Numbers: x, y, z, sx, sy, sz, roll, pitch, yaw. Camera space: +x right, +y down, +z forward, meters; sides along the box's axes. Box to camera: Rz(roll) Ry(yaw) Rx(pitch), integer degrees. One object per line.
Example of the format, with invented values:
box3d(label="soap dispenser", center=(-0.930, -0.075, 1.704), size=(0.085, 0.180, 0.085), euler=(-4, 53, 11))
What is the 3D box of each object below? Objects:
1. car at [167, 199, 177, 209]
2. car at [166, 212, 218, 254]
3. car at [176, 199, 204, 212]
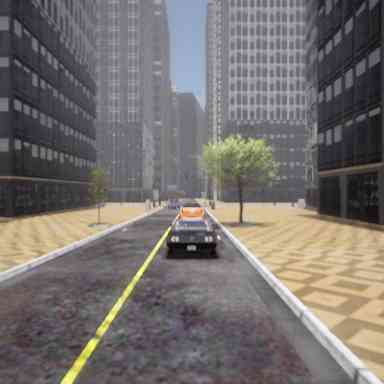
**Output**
box3d(label="car", center=(-3.013, 1.928, 56.671), size=(2.097, 1.767, 4.553), euler=(0, 0, 0))
box3d(label="car", center=(-0.002, 1.737, 14.106), size=(1.895, 1.301, 4.718), euler=(0, -1, 0))
box3d(label="car", center=(-0.004, 1.637, 29.072), size=(2.097, 1.767, 4.553), euler=(0, -1, 0))
